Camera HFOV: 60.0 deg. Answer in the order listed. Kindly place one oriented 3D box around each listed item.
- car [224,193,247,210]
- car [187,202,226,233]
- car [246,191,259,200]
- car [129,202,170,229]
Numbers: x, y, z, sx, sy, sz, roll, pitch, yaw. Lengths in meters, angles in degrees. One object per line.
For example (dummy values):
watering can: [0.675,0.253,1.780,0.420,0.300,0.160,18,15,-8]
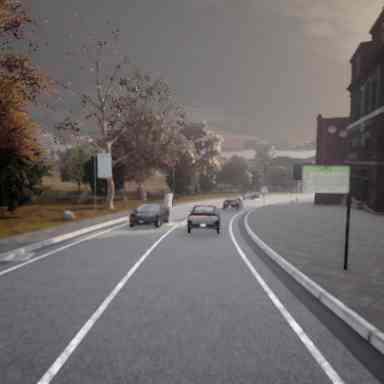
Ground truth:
car: [5.005,1.318,39.908,1.837,1.490,4.892,2,2,17]
car: [0.802,1.523,19.926,2.128,1.511,4.902,1,0,5]
car: [10.800,0.611,61.145,2.128,1.511,4.902,4,4,31]
car: [-2.676,1.438,21.897,1.882,1.535,5.008,1,1,7]
